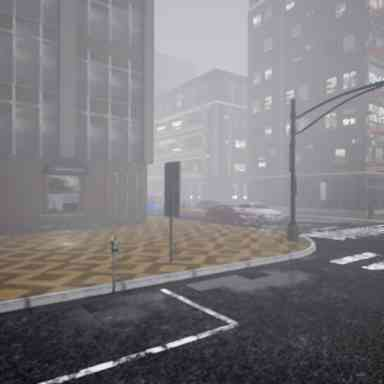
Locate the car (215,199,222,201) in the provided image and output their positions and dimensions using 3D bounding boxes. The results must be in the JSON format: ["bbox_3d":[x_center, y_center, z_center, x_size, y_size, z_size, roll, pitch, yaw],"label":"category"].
[{"bbox_3d":[1.683,1.486,34.240,1.812,1.442,4.674,0,0,-36],"label":"car"}]

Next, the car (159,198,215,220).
[{"bbox_3d":[-0.535,1.464,27.390,1.752,1.417,4.829,0,0,-36],"label":"car"}]

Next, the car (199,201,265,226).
[{"bbox_3d":[2.665,1.531,22.926,1.802,1.307,4.206,0,0,-36],"label":"car"}]

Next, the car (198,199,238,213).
[{"bbox_3d":[2.775,1.496,37.153,1.752,1.417,4.829,0,0,-36],"label":"car"}]

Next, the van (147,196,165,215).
[{"bbox_3d":[-3.935,1.271,32.132,1.690,1.788,3.998,0,0,-36],"label":"van"}]

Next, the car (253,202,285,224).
[{"bbox_3d":[4.649,1.488,24.640,1.812,1.442,4.674,0,0,-36],"label":"car"}]
